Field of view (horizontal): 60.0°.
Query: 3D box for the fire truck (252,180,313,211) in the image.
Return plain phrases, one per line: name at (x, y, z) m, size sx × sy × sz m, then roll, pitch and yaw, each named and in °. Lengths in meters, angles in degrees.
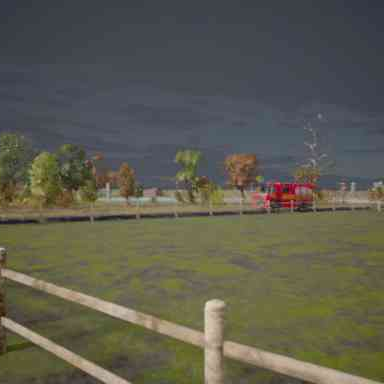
fire truck at (11.880, 0.406, 43.419) m, size 8.468 × 3.827 × 2.891 m, roll 0°, pitch 0°, yaw -32°
